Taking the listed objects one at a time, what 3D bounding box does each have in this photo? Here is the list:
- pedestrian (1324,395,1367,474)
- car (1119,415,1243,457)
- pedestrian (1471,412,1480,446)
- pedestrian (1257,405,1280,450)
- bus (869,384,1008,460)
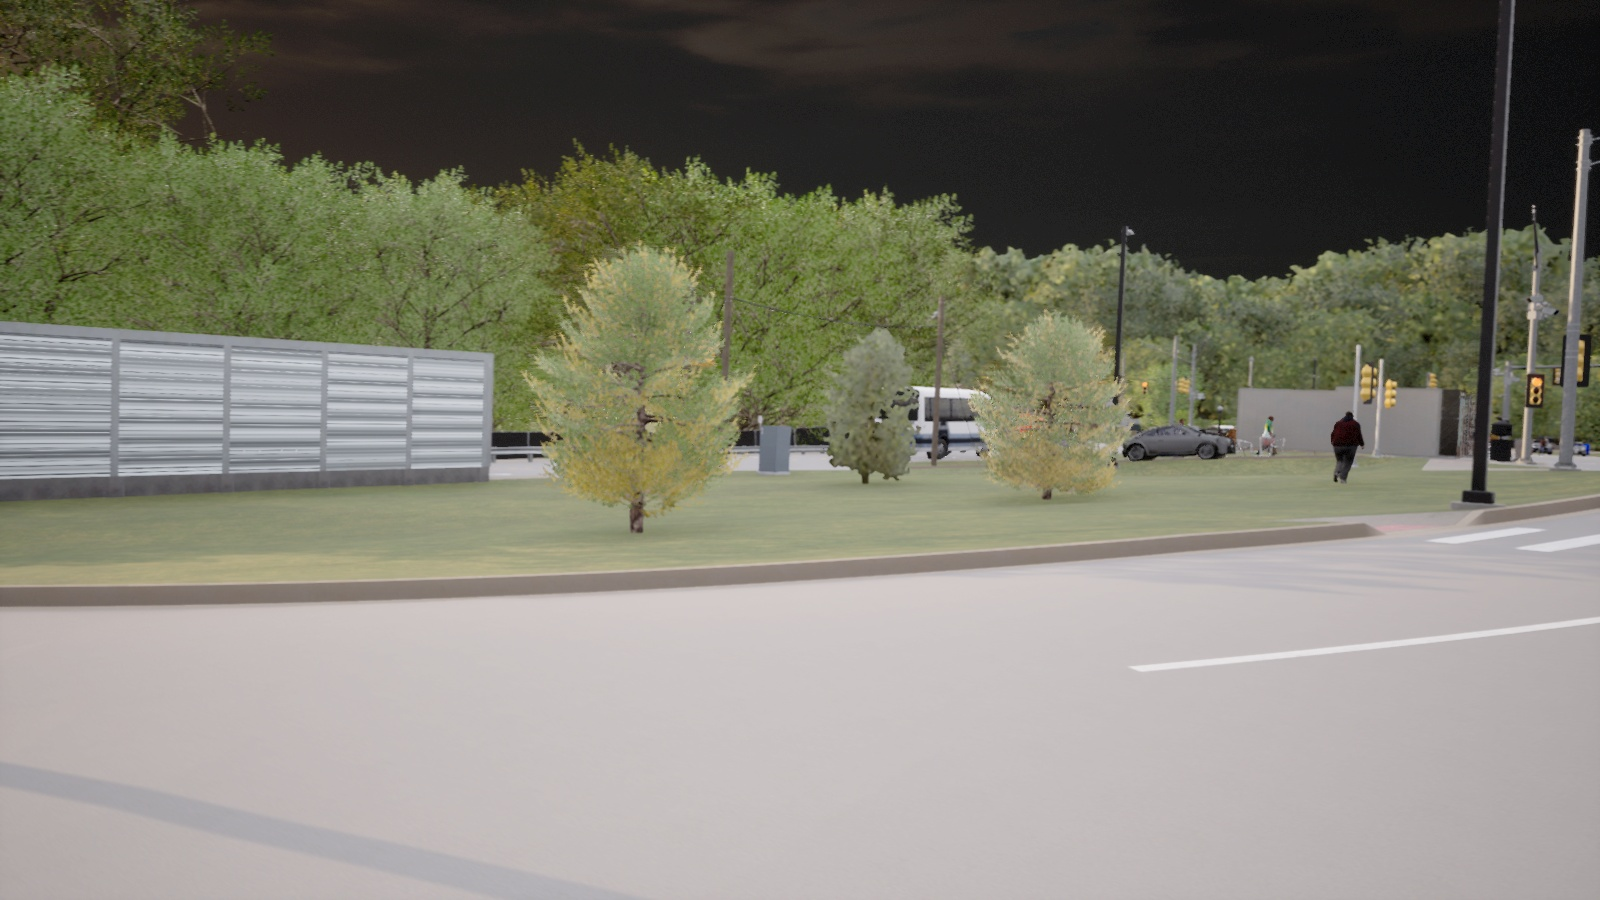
[{"bbox_3d":[12.980,-0.356,29.892,0.634,1.844,0.899,3,1,41],"label":"pedestrian"},{"bbox_3d":[14.665,-0.514,48.399,4.181,1.385,1.994,-3,-2,30],"label":"car"},{"bbox_3d":[36.317,-1.119,67.524,0.353,1.847,0.614,2,1,29],"label":"pedestrian"},{"bbox_3d":[20.664,-0.988,55.385,0.873,1.952,0.659,2,1,21],"label":"pedestrian"},{"bbox_3d":[8.662,-1.780,77.044,3.944,4.253,10.273,3,3,35],"label":"bus"}]
